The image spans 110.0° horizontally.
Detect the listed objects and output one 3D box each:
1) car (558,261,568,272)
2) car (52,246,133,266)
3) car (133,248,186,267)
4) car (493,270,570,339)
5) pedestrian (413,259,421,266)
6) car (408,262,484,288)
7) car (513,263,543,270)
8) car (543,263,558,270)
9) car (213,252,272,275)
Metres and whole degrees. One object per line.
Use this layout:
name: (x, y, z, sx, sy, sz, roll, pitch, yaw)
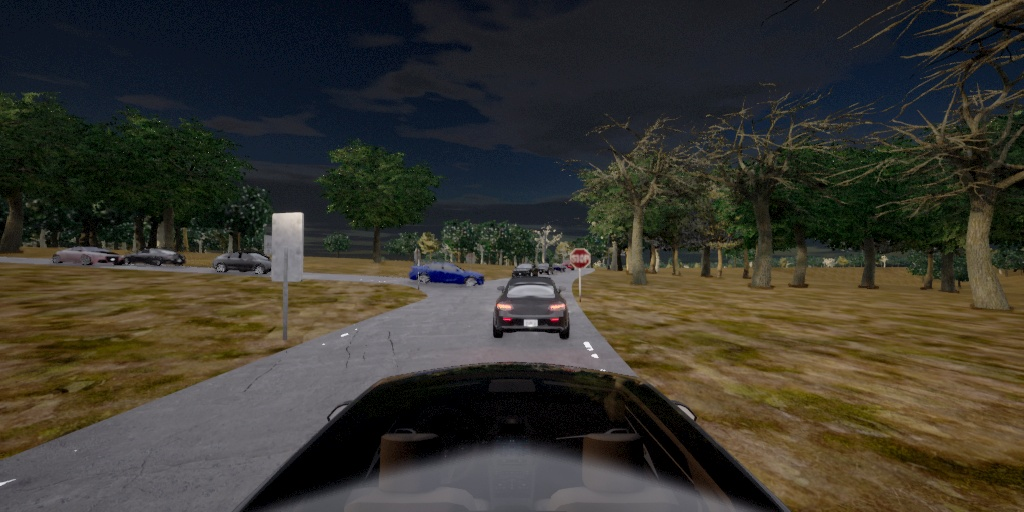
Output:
car: (7.090, 1.895, 55.569, 1.895, 1.301, 4.718, 0, -1, 16)
car: (-31.315, -0.003, 26.621, 4.181, 1.385, 1.994, 3, -1, 8)
car: (-29.496, 0.102, 29.603, 4.674, 1.442, 1.812, 2, -1, 7)
car: (0.538, 1.281, 10.018, 1.812, 1.442, 4.674, 0, 0, 3)
pedestrian: (-8.022, 0.850, 30.159, 0.375, 1.860, 0.375, 0, -4, 7)
car: (-4.387, 1.205, 24.247, 5.008, 1.535, 1.882, 4, 0, -7)
car: (1.454, 1.456, 36.268, 1.882, 1.535, 5.008, 0, -1, 16)
car: (4.183, 1.639, 45.925, 1.837, 1.490, 4.892, 0, -1, 17)
car: (-18.155, 0.511, 24.999, 4.892, 1.490, 1.837, 2, -1, 7)
